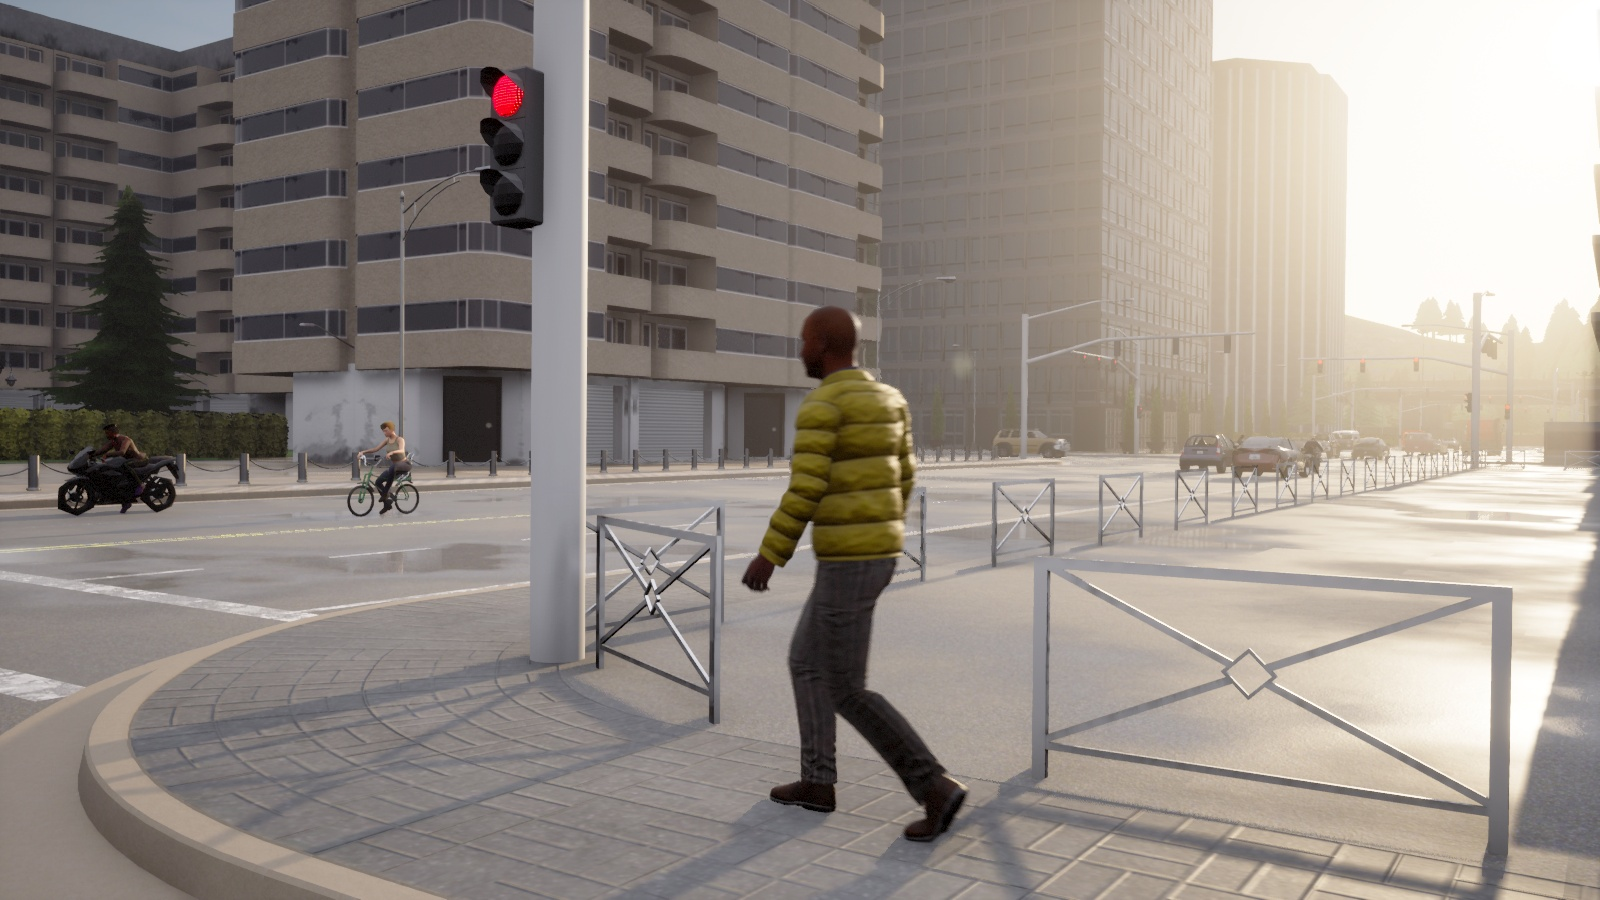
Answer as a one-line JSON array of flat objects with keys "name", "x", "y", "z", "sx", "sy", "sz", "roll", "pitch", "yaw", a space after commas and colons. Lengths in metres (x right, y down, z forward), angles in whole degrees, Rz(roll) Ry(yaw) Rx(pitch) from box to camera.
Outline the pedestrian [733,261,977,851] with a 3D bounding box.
[{"name": "pedestrian", "x": 0.183, "y": 0.330, "z": 4.255, "sx": 0.726, "sy": 1.835, "sz": 0.370, "roll": 0, "pitch": 1, "yaw": 34}]

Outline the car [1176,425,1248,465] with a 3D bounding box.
[{"name": "car", "x": 17.102, "y": -0.236, "z": 52.056, "sx": 1.851, "sy": 1.617, "sz": 3.988, "roll": 0, "pitch": 1, "yaw": 33}]

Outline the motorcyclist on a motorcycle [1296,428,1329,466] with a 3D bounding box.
[{"name": "motorcyclist on a motorcycle", "x": 21.191, "y": -0.134, "z": 51.919, "sx": 0.866, "sy": 1.530, "sz": 2.191, "roll": 0, "pitch": 1, "yaw": 33}]

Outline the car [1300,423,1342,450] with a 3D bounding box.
[{"name": "car", "x": 36.743, "y": -0.994, "z": 88.571, "sx": 1.932, "sy": 1.855, "sz": 4.605, "roll": 0, "pitch": 1, "yaw": 33}]

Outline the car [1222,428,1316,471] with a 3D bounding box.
[{"name": "car", "x": 17.128, "y": -0.048, "z": 45.693, "sx": 2.163, "sy": 1.488, "sz": 4.792, "roll": 0, "pitch": 1, "yaw": 33}]

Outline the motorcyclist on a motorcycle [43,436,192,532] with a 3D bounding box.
[{"name": "motorcyclist on a motorcycle", "x": -11.443, "y": 0.529, "z": 21.112, "sx": 0.797, "sy": 1.523, "sz": 2.044, "roll": 0, "pitch": 1, "yaw": 33}]

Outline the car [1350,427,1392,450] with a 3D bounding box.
[{"name": "car", "x": 38.872, "y": -0.782, "z": 85.413, "sx": 1.837, "sy": 1.490, "sz": 4.892, "roll": 0, "pitch": 1, "yaw": 33}]

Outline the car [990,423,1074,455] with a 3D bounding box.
[{"name": "car", "x": 13.966, "y": -0.668, "z": 75.771, "sx": 4.605, "sy": 1.855, "sz": 1.932, "roll": 0, "pitch": 1, "yaw": 32}]

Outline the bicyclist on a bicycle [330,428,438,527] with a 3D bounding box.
[{"name": "bicyclist on a bicycle", "x": -7.076, "y": 0.440, "z": 21.409, "sx": 0.866, "sy": 1.612, "sz": 1.509, "roll": 0, "pitch": 1, "yaw": 33}]
